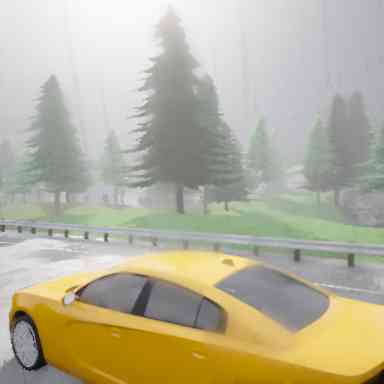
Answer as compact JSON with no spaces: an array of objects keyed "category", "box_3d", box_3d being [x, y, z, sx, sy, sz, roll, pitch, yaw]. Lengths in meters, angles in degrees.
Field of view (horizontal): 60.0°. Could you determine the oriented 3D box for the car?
[{"category":"car","box_3d":[-0.285,1.498,4.076,5.008,1.535,1.882,-1,0,35]}]
